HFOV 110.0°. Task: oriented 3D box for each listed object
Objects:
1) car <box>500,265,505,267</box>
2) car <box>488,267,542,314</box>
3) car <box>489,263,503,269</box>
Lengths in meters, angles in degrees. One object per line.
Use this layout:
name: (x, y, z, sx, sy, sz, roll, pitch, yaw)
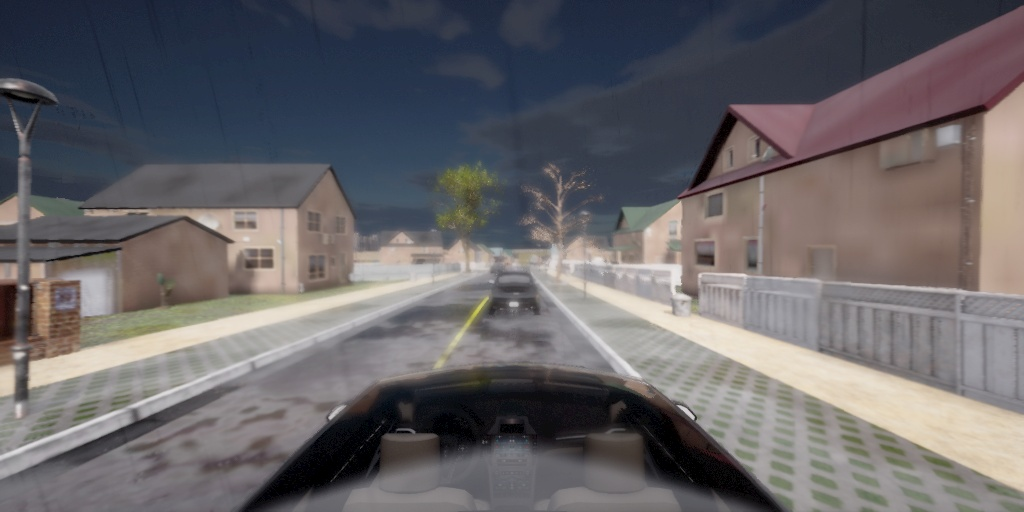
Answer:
car: (0.301, 1.583, 28.637, 1.895, 1.301, 4.718, 0, -1, 2)
car: (0.110, 1.356, 14.259, 1.837, 1.490, 4.892, 0, 0, 1)
car: (-1.992, 1.737, 50.130, 1.837, 1.490, 4.892, 0, -1, 2)
